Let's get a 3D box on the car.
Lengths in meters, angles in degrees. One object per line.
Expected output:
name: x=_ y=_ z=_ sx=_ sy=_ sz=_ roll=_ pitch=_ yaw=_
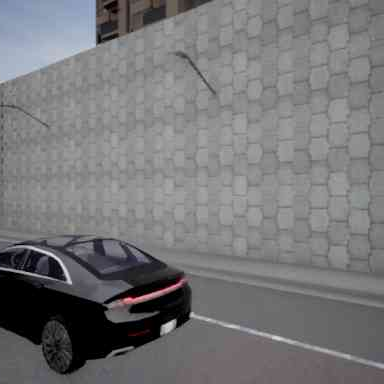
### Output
car: x=-2.269 y=1.491 z=5.611 sx=4.902 sy=1.511 sz=2.128 roll=0 pitch=0 yaw=36
